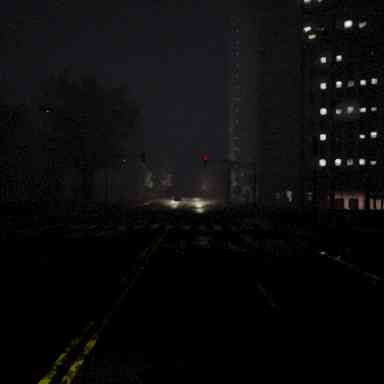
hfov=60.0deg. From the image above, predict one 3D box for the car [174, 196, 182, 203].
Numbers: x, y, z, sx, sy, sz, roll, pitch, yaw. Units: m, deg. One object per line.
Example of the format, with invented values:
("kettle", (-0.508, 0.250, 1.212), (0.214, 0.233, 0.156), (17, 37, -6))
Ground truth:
("car", (-3.262, 1.662, 77.439), (1.882, 1.535, 5.008), (0, 0, 0))
